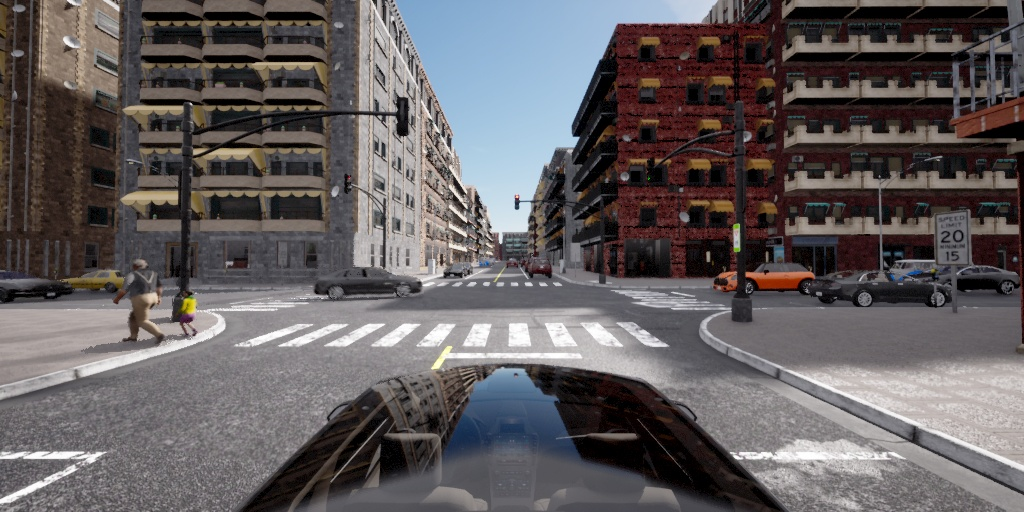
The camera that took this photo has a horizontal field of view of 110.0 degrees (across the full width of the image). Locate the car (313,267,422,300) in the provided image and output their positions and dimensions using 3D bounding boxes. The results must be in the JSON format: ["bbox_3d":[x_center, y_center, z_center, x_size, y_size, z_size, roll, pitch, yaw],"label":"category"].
[{"bbox_3d":[-6.869,1.280,17.405,4.892,1.490,1.837,0,0,-19],"label":"car"}]

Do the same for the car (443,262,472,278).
[{"bbox_3d":[-5.278,1.328,33.770,1.948,1.339,4.313,0,0,0],"label":"car"}]

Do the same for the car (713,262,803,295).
[{"bbox_3d":[13.223,1.103,18.964,4.553,1.767,2.097,0,-1,1],"label":"car"}]

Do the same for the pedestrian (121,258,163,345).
[{"bbox_3d":[-7.662,0.895,7.448,0.375,1.860,0.375,1,-1,0],"label":"pedestrian"}]

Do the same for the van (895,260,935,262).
[{"bbox_3d":[24.925,1.115,21.340,3.998,1.789,1.690,0,0,0],"label":"van"}]

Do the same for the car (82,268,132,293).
[{"bbox_3d":[-24.421,1.436,21.515,4.829,1.417,1.751,0,0,0],"label":"car"}]

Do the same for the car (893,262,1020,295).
[{"bbox_3d":[23.476,1.217,18.893,4.902,1.511,2.128,0,-1,0],"label":"car"}]

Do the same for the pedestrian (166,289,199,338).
[{"bbox_3d":[-7.205,1.266,8.047,0.500,1.100,0.500,1,-1,0],"label":"pedestrian"}]

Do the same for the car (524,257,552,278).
[{"bbox_3d":[2.603,1.077,33.806,2.192,1.841,5.009,0,0,0],"label":"car"}]

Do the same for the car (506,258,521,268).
[{"bbox_3d":[0.070,1.174,63.365,2.097,1.767,4.553,0,0,0],"label":"car"}]

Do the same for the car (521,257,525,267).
[{"bbox_3d":[2.615,1.086,44.930,2.192,1.841,5.009,0,0,0],"label":"car"}]

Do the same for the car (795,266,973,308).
[{"bbox_3d":[13.758,1.185,13.501,4.403,1.370,2.007,0,0,0],"label":"car"}]

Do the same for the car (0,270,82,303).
[{"bbox_3d":[-23.338,1.342,16.113,5.357,1.411,2.033,0,-1,0],"label":"car"}]
